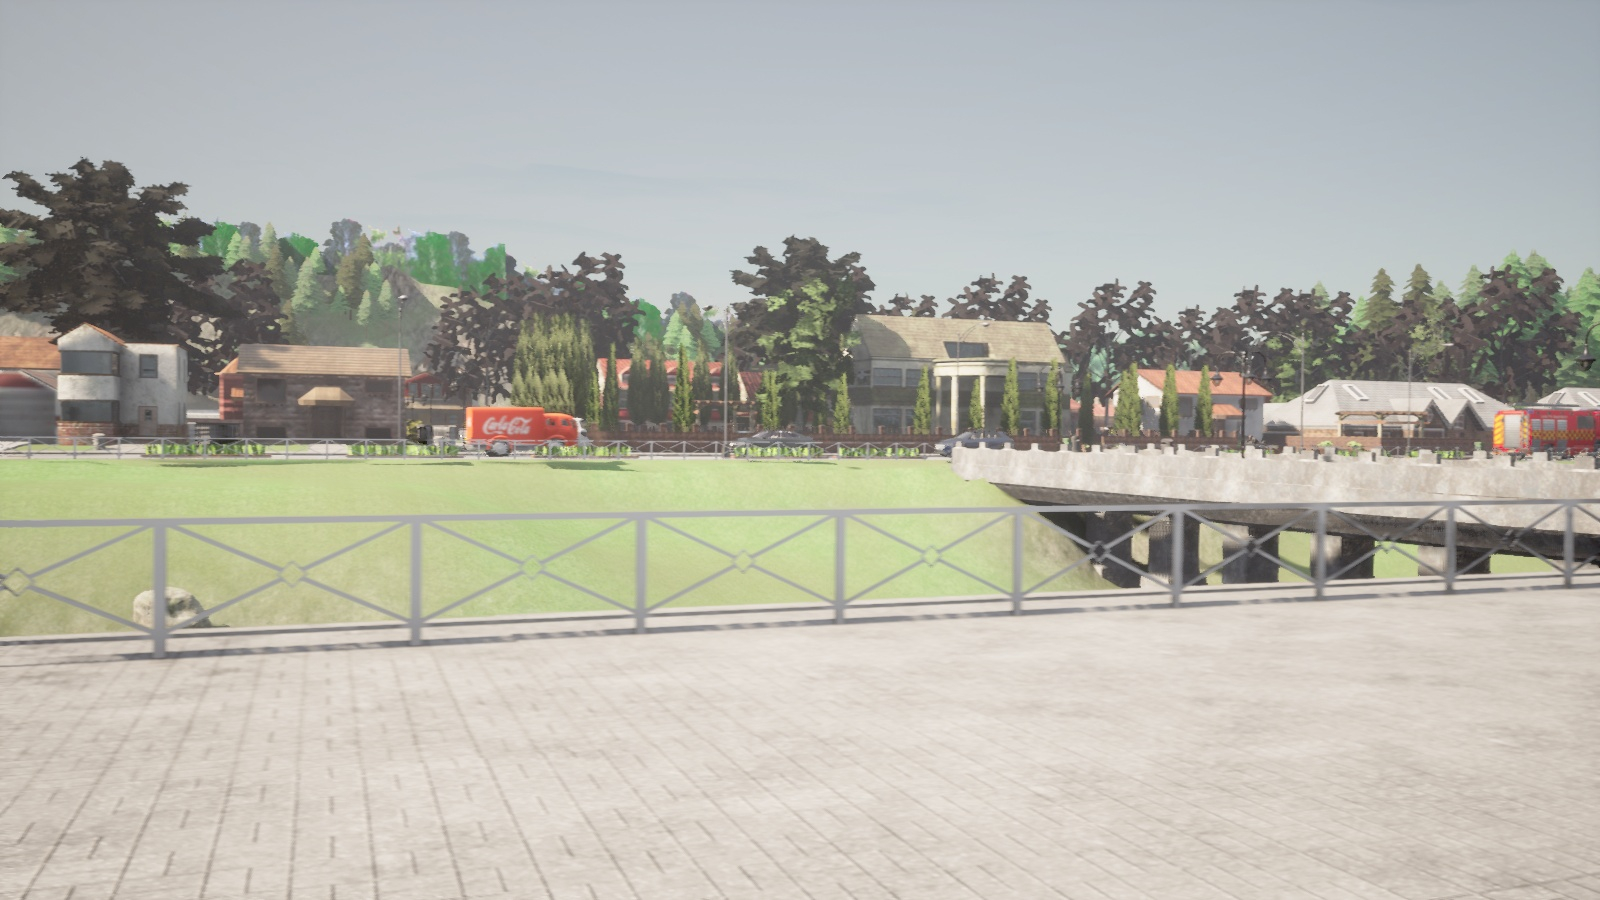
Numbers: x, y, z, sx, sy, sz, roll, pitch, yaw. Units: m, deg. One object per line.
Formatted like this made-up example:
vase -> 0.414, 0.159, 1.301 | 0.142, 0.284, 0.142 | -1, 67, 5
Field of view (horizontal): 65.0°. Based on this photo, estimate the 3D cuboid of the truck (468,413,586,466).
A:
truck -> -13.169, -0.530, 60.474 | 5.204, 2.467, 2.627 | -1, 1, -21

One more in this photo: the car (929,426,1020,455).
car -> 10.226, -0.581, 73.633 | 4.856, 1.649, 2.033 | -1, 1, -21

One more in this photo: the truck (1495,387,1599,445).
truck -> 51.429, -2.306, 84.974 | 8.468, 3.827, 2.891 | -1, 1, -21

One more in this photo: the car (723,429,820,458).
car -> -1.581, -0.354, 69.154 | 4.902, 1.511, 2.128 | -1, 1, -21

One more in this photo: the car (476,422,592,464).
car -> -13.686, -0.386, 64.558 | 5.566, 2.045, 2.150 | -1, 1, -21
